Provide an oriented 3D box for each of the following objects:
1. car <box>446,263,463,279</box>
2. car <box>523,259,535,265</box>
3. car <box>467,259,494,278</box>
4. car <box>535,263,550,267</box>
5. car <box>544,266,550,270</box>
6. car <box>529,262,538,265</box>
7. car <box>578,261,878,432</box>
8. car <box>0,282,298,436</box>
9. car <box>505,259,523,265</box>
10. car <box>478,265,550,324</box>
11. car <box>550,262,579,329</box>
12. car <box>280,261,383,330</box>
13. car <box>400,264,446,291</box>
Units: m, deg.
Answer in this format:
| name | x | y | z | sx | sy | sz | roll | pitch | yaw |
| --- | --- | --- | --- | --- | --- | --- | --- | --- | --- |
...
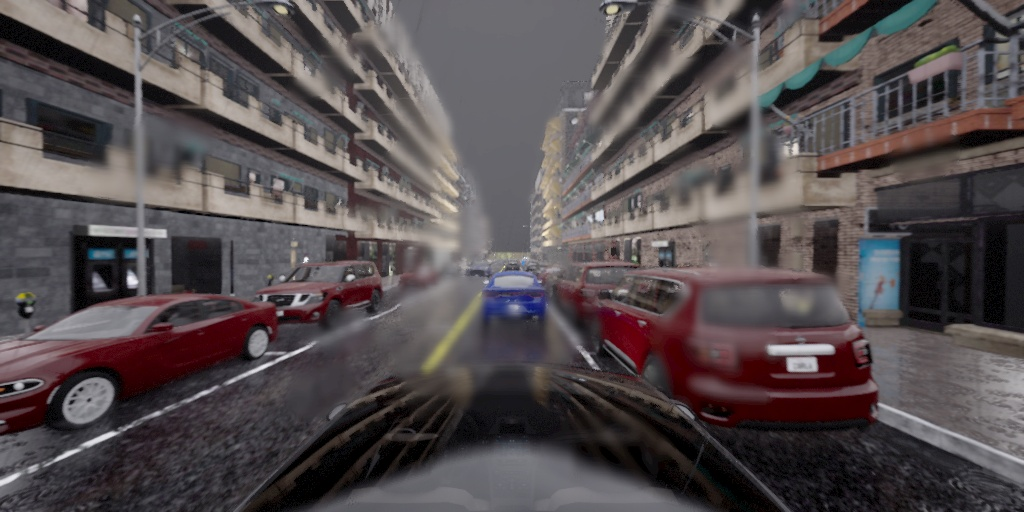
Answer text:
| name | x | y | z | sx | sy | sz | roll | pitch | yaw |
| --- | --- | --- | --- | --- | --- | --- | --- | --- | --- |
| car | -5.687 | 1.378 | 33.913 | 1.948 | 1.339 | 4.313 | 0 | 0 | 0 |
| car | 2.698 | 1.397 | 45.298 | 1.948 | 1.339 | 4.313 | 0 | 0 | 0 |
| car | -3.050 | 1.164 | 34.239 | 2.097 | 1.767 | 4.553 | 0 | 0 | 0 |
| car | 2.660 | 1.338 | 22.641 | 1.888 | 1.381 | 4.507 | 0 | 0 | 0 |
| car | 2.659 | 1.348 | 16.976 | 1.948 | 1.339 | 4.313 | 0 | 0 | 0 |
| car | 2.666 | 1.369 | 28.305 | 1.948 | 1.339 | 4.313 | 0 | 0 | 0 |
| car | 2.657 | 1.074 | 5.646 | 2.192 | 1.841 | 5.009 | 0 | 0 | 0 |
| car | -5.691 | 1.304 | 5.589 | 1.888 | 1.381 | 4.507 | 0 | 0 | 0 |
| car | 0.107 | 1.337 | 46.792 | 1.837 | 1.490 | 4.892 | 0 | 0 | 0 |
| car | 0.067 | 1.250 | 12.064 | 1.882 | 1.535 | 5.008 | 0 | 0 | -1 |
| car | 2.658 | 1.086 | 11.312 | 2.192 | 1.841 | 5.009 | 0 | 0 | 0 |
| car | -5.690 | 1.085 | 11.252 | 2.192 | 1.841 | 5.009 | 0 | 0 | 0 |
| car | -5.688 | 1.338 | 22.582 | 1.888 | 1.381 | 4.507 | 0 | 0 | 0 |
